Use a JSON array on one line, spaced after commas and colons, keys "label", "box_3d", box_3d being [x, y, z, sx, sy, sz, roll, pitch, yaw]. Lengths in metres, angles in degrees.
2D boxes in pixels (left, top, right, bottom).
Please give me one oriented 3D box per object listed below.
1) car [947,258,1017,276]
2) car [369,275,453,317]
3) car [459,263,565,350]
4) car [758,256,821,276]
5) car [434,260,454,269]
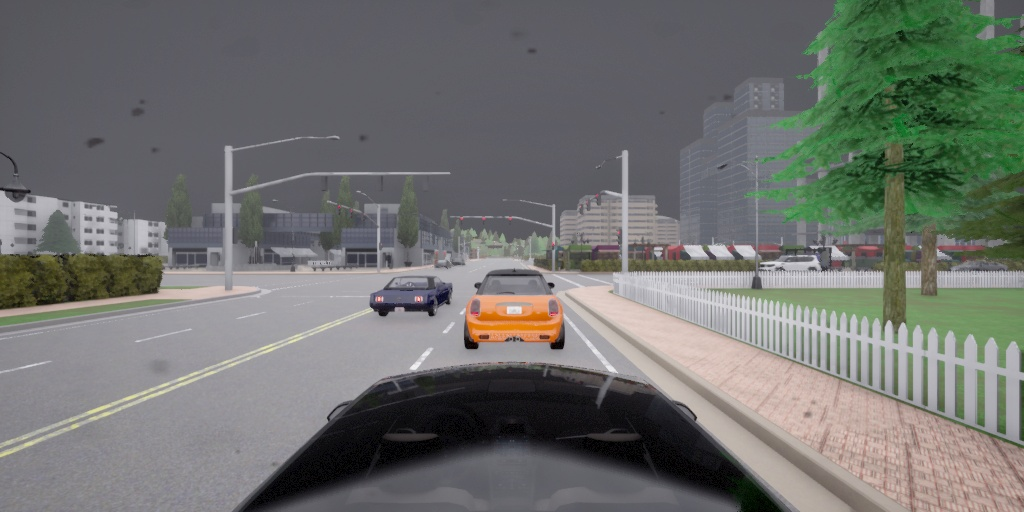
[{"label": "car", "box_3d": [47.620, 1.258, 36.742, 4.902, 1.511, 2.128, 0, 0, -1]}, {"label": "car", "box_3d": [-3.416, 1.351, 13.168, 1.895, 1.301, 4.718, 0, 0, 0]}, {"label": "car", "box_3d": [0.064, 1.102, 9.271, 2.097, 1.767, 4.553, 0, 0, 0]}, {"label": "car", "box_3d": [28.016, 0.970, 36.345, 5.566, 2.045, 2.150, 0, 0, -1]}, {"label": "car", "box_3d": [-10.588, 1.274, 54.925, 1.812, 1.442, 4.674, 0, 0, 0]}]
